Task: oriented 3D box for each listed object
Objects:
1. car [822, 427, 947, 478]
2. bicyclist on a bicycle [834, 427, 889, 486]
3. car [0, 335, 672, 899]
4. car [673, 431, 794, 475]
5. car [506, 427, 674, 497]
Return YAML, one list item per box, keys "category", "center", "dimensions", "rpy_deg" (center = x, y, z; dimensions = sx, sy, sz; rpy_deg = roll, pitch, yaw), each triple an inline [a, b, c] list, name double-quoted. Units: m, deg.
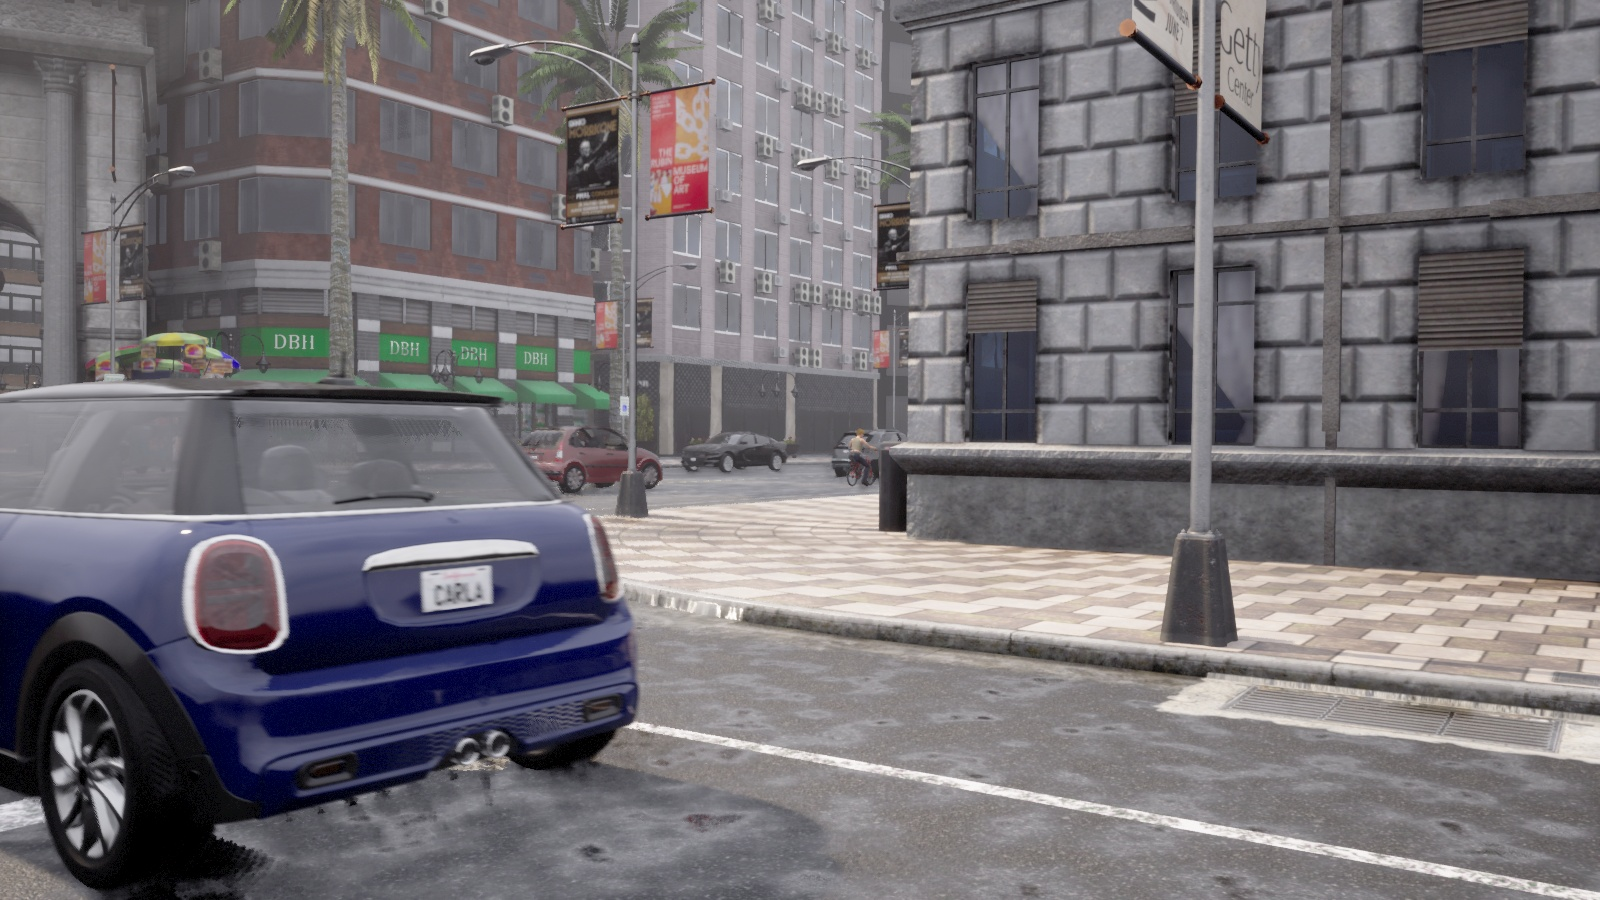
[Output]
- category: "car"
  center: [2.969, 0.045, 43.220]
  dimensions: [2.033, 1.649, 4.856]
  rpy_deg: [0, 1, 35]
- category: "bicyclist on a bicycle"
  center: [1.730, 0.171, 35.315]
  dimensions: [0.866, 1.612, 1.509]
  rpy_deg: [0, 1, 34]
- category: "car"
  center: [-2.994, 0.538, 5.805]
  dimensions: [4.553, 1.767, 2.097]
  rpy_deg: [0, 1, 37]
- category: "car"
  center: [-2.459, 0.081, 47.644]
  dimensions: [1.882, 1.535, 5.008]
  rpy_deg: [0, 1, 35]
- category: "car"
  center: [-5.148, 0.250, 31.210]
  dimensions: [1.851, 1.617, 3.988]
  rpy_deg: [0, 1, 34]
